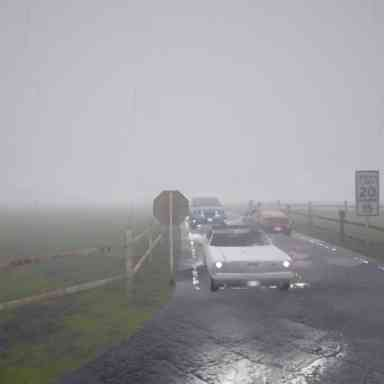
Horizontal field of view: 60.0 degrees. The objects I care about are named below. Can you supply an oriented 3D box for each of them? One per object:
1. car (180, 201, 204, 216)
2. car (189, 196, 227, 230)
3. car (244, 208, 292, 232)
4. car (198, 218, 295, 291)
[{"bbox_3d":[-0.096,1.729,36.316,2.033,1.411,5.357,-1,0,-6],"label":"car"},{"bbox_3d":[0.917,1.330,22.503,2.150,2.045,5.566,-1,-1,-3],"label":"car"},{"bbox_3d":[3.981,1.574,18.032,1.812,1.442,4.674,-1,0,-2],"label":"car"},{"bbox_3d":[1.285,1.642,9.266,1.895,1.301,4.718,-1,0,0],"label":"car"}]
